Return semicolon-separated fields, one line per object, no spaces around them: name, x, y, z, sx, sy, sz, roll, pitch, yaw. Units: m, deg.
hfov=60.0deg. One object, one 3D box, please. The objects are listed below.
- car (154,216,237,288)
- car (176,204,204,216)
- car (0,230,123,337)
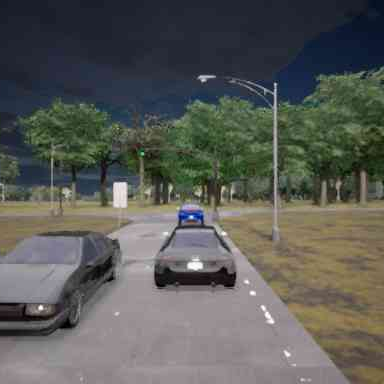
car;0.081;1.615;9.385;1.994;1.385;4.181;0;0;0
car;-0.166;1.628;25.827;1.882;1.535;5.008;0;0;-3
car;-2.846;1.586;7.258;2.033;1.411;5.357;0;0;0
